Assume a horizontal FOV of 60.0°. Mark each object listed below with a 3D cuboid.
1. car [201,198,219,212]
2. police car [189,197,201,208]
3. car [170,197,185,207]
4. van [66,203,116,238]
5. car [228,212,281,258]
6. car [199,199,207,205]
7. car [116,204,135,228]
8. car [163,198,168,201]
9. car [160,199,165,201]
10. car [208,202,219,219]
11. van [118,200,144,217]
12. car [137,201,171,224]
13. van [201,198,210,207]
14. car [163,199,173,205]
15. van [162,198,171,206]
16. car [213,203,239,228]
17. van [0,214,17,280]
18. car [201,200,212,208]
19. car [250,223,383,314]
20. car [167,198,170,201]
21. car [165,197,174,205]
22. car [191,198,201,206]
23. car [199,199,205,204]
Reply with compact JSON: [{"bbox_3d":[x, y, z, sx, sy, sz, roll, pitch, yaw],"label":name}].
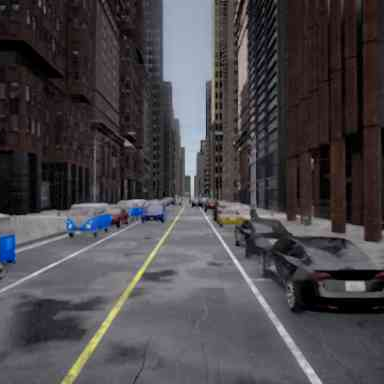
[{"bbox_3d":[2.753,1.843,47.035,2.192,1.841,5.009,0,-1,0],"label":"car"},{"bbox_3d":[0.887,2.133,62.365,1.930,1.638,5.238,0,-1,0],"label":"police car"},{"bbox_3d":[-3.015,2.285,69.188,1.837,1.490,4.892,0,-1,0],"label":"car"},{"bbox_3d":[-5.766,1.552,18.932,1.690,1.788,3.998,0,-1,0],"label":"van"},{"bbox_3d":[2.760,1.714,13.321,1.947,1.339,4.313,0,-1,0],"label":"car"},{"bbox_3d":[2.746,2.454,80.912,1.752,1.417,4.829,0,-1,0],"label":"car"},{"bbox_3d":[-5.768,1.818,24.548,1.887,1.381,4.507,0,-1,0],"label":"car"},{"bbox_3d":[-5.775,2.210,58.262,2.008,1.369,4.403,0,-1,0],"label":"car"},{"bbox_3d":[-5.774,2.117,52.468,1.752,1.417,4.829,0,-1,0],"label":"car"},{"bbox_3d":[2.756,1.902,30.176,1.947,1.339,4.313,0,-1,0],"label":"car"},{"bbox_3d":[-5.768,1.677,30.168,1.690,1.788,3.998,0,-1,0],"label":"van"},{"bbox_3d":[-3.105,1.790,28.069,1.882,1.535,5.008,0,-1,0],"label":"car"},{"bbox_3d":[2.748,2.134,69.507,1.690,1.788,3.998,0,-1,0],"label":"van"},{"bbox_3d":[-5.780,2.477,80.728,2.008,1.369,4.403,0,-1,0],"label":"car"},{"bbox_3d":[-5.778,2.201,75.112,1.690,1.788,3.998,0,-1,0],"label":"van"},{"bbox_3d":[2.757,1.801,24.728,1.752,1.417,4.829,0,-1,0],"label":"car"},{"bbox_3d":[-5.764,1.427,7.696,1.690,1.788,3.998,0,-1,0],"label":"van"},{"bbox_3d":[2.749,2.277,63.886,2.008,1.369,4.403,0,-1,0],"label":"car"},{"bbox_3d":[2.761,1.652,7.703,1.947,1.339,4.313,0,-1,0],"label":"car"},{"bbox_3d":[-5.776,2.270,63.874,1.887,1.381,4.507,0,-1,0],"label":"car"},{"bbox_3d":[-5.781,2.309,86.349,2.192,1.841,5.009,0,-1,0],"label":"car"},{"bbox_3d":[0.884,2.176,72.225,2.097,1.767,4.553,0,-1,0],"label":"car"},{"bbox_3d":[2.743,2.643,91.978,1.802,1.307,4.206,0,-1,0],"label":"car"}]
